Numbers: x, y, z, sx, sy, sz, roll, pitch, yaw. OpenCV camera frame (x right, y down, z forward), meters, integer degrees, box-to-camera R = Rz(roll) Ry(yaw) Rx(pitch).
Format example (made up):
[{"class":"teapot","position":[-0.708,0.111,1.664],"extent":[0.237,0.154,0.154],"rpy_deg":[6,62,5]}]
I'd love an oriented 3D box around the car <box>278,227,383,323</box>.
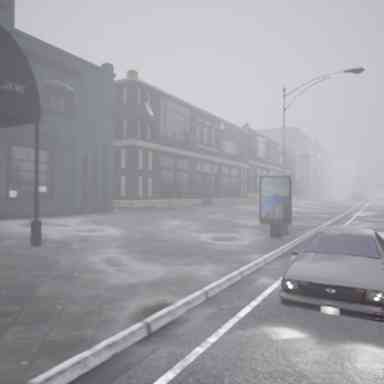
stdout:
[{"class":"car","position":[3.596,1.556,7.752],"extent":[2.033,1.411,5.357],"rpy_deg":[0,0,30]}]
